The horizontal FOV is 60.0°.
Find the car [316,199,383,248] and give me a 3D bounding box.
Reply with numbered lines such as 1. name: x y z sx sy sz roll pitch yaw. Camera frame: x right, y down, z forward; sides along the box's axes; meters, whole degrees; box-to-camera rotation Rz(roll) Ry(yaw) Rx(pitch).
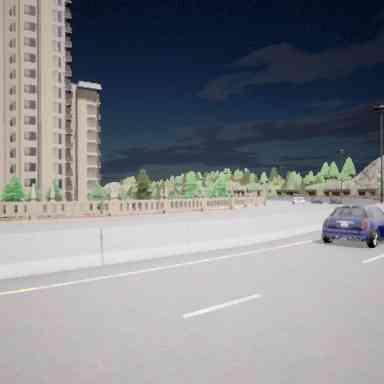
1. car: 7.802 1.381 15.189 4.553 1.767 2.097 0 0 -44

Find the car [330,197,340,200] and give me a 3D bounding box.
1. car: 28.172 1.762 65.200 1.837 1.490 4.892 0 0 14

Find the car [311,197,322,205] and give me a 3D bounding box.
1. car: 24.722 1.759 65.839 2.033 1.411 5.357 0 0 14

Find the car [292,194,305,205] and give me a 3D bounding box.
1. car: 21.276 1.461 66.468 2.150 2.045 5.566 0 0 14
